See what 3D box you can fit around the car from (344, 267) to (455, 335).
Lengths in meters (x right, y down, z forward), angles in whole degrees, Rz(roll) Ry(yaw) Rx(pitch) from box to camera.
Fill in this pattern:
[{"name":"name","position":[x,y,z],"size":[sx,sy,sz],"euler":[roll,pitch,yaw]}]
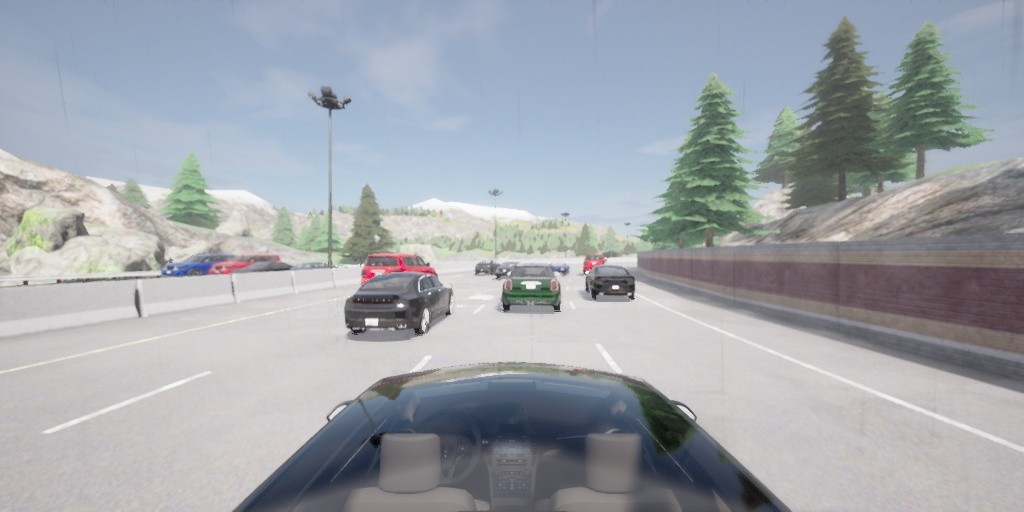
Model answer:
[{"name":"car","position":[-2.992,1.229,10.467],"size":[1.837,1.490,4.892],"euler":[0,0,4]}]

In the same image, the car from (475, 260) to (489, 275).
[{"name":"car","position":[-2.269,1.147,36.624],"size":[2.128,1.511,4.902],"euler":[0,0,14]}]

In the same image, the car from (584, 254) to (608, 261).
[{"name":"car","position":[8.493,0.879,36.403],"size":[2.150,2.045,5.566],"euler":[0,-1,16]}]

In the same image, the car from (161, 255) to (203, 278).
[{"name":"car","position":[-25.445,0.882,29.803],"size":[2.150,2.045,5.566],"euler":[0,0,10]}]

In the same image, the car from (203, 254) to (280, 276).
[{"name":"car","position":[-21.869,0.882,29.940],"size":[2.150,2.045,5.566],"euler":[0,0,11]}]

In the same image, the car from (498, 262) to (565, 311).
[{"name":"car","position":[0.859,1.069,14.418],"size":[2.097,1.767,4.553],"euler":[0,0,5]}]

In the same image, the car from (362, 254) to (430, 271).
[{"name":"car","position":[-5.720,0.922,18.784],"size":[2.150,2.045,5.566],"euler":[0,0,7]}]

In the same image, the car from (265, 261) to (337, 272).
[{"name":"car","position":[-15.296,1.220,27.073],"size":[2.033,1.411,5.357],"euler":[0,0,10]}]

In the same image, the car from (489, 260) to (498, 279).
[{"name":"car","position":[-0.041,1.219,31.126],"size":[2.033,1.411,5.357],"euler":[0,0,13]}]

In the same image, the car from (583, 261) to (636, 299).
[{"name":"car","position":[4.743,1.188,17.771],"size":[1.882,1.535,5.008],"euler":[0,0,7]}]

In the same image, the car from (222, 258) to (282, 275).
[{"name":"car","position":[-18.747,1.146,27.391],"size":[1.882,1.535,5.008],"euler":[0,0,10]}]

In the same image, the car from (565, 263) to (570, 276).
[{"name":"car","position":[4.704,1.264,35.741],"size":[1.895,1.301,4.718],"euler":[0,0,15]}]
